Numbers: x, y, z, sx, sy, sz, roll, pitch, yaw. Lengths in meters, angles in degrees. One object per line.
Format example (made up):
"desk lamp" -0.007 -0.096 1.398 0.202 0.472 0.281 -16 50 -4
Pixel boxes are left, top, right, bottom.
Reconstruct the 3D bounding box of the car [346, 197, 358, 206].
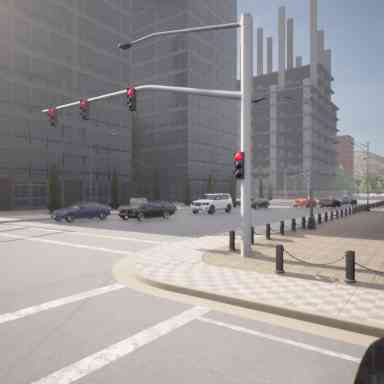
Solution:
"car" 26.104 1.492 55.252 2.033 1.411 5.357 0 0 36

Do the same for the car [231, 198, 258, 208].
"car" 7.630 1.545 47.868 1.895 1.301 4.718 0 0 36

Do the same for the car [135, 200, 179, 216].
"car" -3.355 1.508 32.656 1.994 1.385 4.181 0 0 36

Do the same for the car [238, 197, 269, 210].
"car" 8.244 1.422 42.747 1.882 1.535 5.008 0 0 36

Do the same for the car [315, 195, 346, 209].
"car" 18.937 1.435 45.297 2.128 1.511 4.902 0 0 36

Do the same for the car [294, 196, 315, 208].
"car" 16.312 1.296 47.639 2.097 1.767 4.553 0 0 36

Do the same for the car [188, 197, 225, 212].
"car" 1.785 1.436 39.784 2.128 1.511 4.902 0 0 36

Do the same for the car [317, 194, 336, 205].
"car" 23.172 1.297 57.174 2.097 1.767 4.553 0 0 36

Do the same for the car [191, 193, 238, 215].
"car" 2.144 1.166 34.294 2.150 2.045 5.566 0 0 36

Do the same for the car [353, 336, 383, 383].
"car" 3.072 1.564 1.778 4.181 1.385 1.994 0 0 36

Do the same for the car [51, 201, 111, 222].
"car" -8.434 1.470 25.619 1.812 1.442 4.674 0 0 38

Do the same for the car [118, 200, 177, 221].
"car" -3.564 1.545 26.378 1.895 1.301 4.718 0 0 36
